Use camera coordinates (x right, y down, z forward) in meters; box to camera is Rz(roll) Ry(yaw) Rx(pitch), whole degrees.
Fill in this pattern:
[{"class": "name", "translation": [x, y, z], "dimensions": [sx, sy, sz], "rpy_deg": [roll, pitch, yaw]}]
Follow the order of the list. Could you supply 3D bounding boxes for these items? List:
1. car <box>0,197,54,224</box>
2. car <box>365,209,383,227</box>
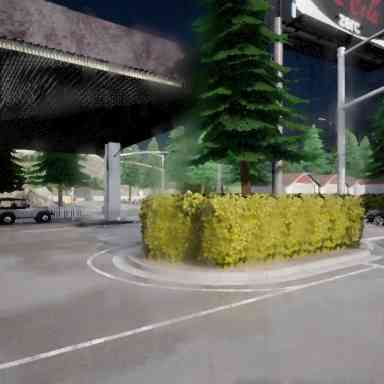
[{"class": "car", "translation": [-11.962, 1.313, 23.485], "dimensions": [3.866, 1.878, 1.905], "rpy_deg": [0, 0, -36]}, {"class": "car", "translation": [12.839, 1.426, 19.453], "dimensions": [4.892, 1.490, 1.837], "rpy_deg": [5, 7, 42]}]
